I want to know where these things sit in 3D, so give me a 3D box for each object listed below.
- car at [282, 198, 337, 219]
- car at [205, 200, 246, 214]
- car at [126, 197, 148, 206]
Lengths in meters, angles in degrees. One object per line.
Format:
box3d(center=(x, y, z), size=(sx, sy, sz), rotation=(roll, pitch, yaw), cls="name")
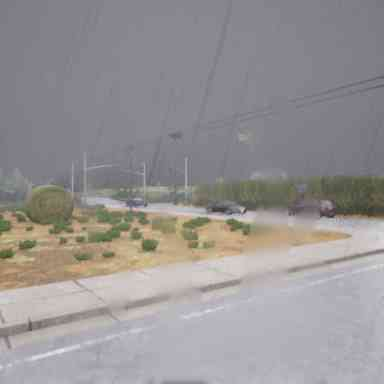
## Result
box3d(center=(10.154, 1.360, 29.133), size=(2.097, 1.767, 4.553), rotation=(0, 0, -35), cls="car")
box3d(center=(3.226, 1.502, 32.591), size=(2.128, 1.511, 4.902), rotation=(0, 0, -35), cls="car")
box3d(center=(-8.244, 1.537, 49.441), size=(1.812, 1.442, 4.674), rotation=(0, 0, -33), cls="car")
